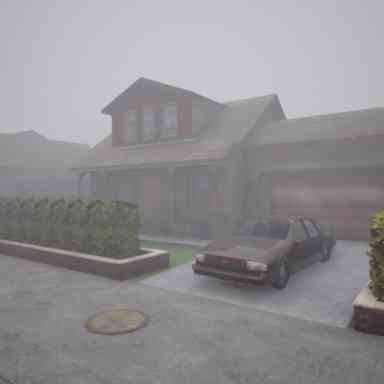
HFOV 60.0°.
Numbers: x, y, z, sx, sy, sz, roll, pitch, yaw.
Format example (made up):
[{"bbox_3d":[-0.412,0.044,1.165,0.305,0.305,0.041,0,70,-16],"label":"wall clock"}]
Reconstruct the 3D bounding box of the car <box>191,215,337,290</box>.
[{"bbox_3d":[2.279,1.355,8.862,2.033,1.415,5.357,0,0,39],"label":"car"}]
